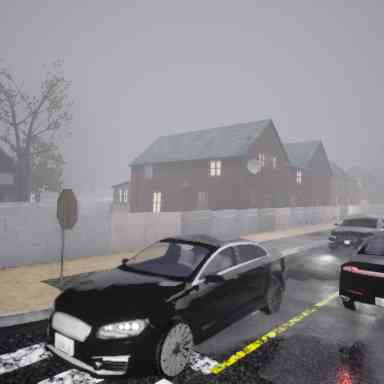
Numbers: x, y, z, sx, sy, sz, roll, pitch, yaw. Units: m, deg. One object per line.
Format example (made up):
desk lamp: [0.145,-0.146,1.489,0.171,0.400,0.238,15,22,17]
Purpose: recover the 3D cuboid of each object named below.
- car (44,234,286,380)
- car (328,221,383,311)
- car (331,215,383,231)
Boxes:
car: [0.024,1.542,5.788,2.128,1.511,4.902,0,-1,38]
car: [4.738,1.626,7.190,2.128,1.511,4.902,0,-1,42]
car: [7.635,1.788,14.750,1.837,1.490,4.892,0,-2,42]
